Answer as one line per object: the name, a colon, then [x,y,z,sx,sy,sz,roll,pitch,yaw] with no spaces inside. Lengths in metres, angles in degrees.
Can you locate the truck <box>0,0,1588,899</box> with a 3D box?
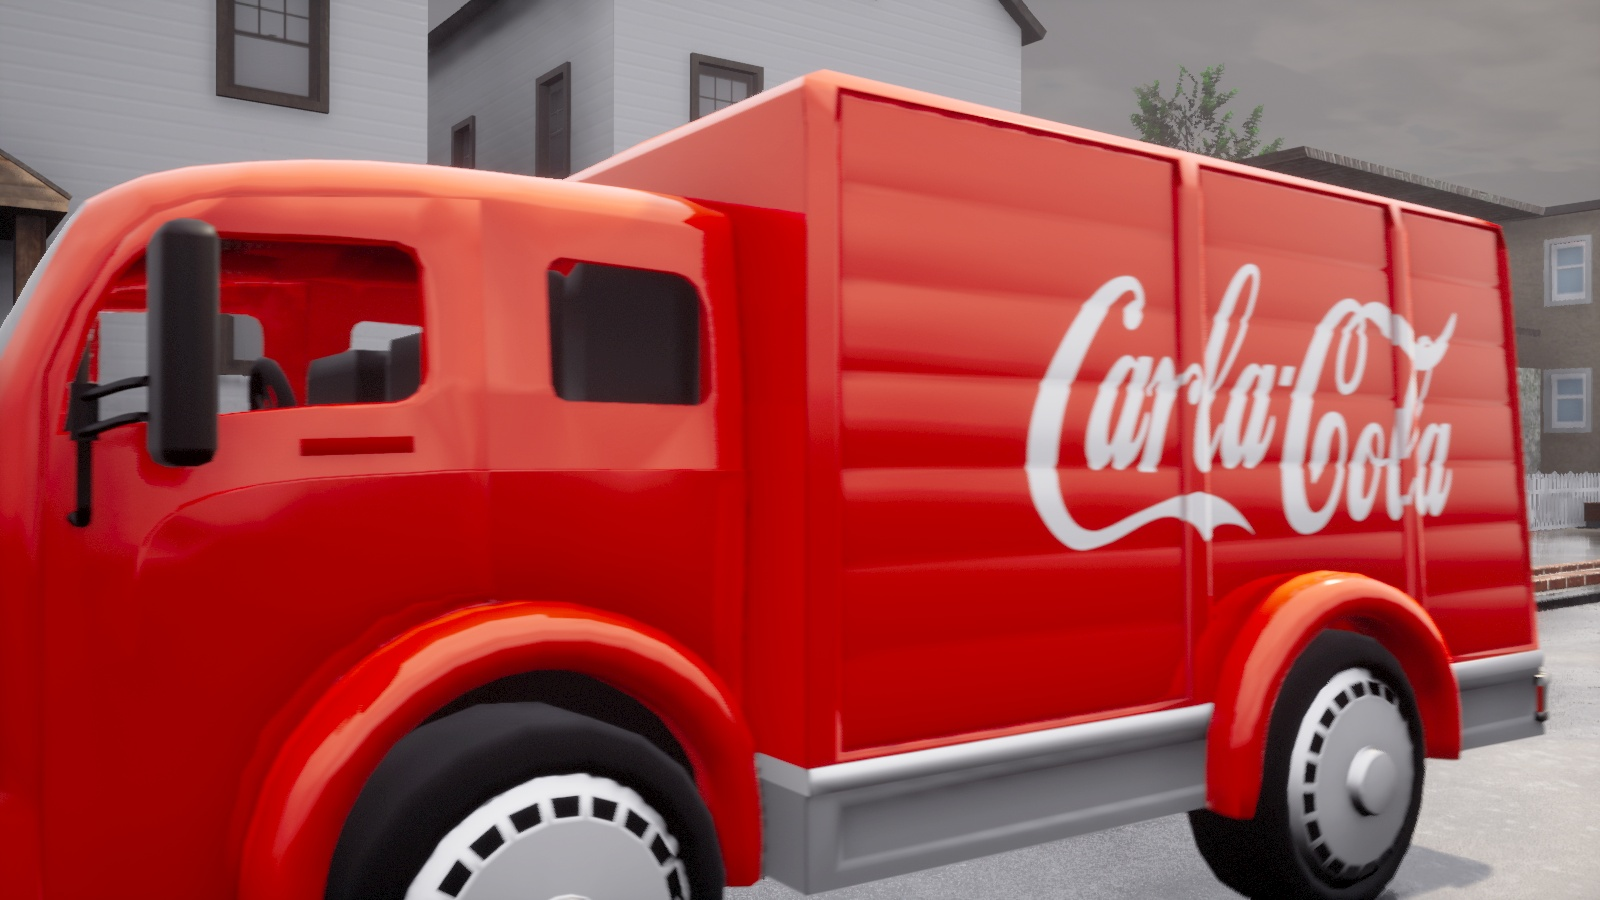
truck: [0.053,0.269,4.317,5.204,2.467,2.627,0,0,-34]
